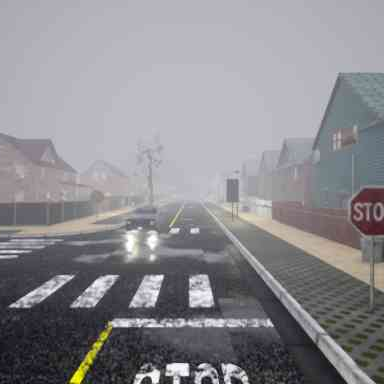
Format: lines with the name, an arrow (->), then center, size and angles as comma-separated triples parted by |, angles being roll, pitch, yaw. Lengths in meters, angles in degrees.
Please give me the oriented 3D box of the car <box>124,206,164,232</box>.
car -> -2.778, 1.545, 20.433 | 2.033, 1.411, 5.357 | 0, 0, 0
